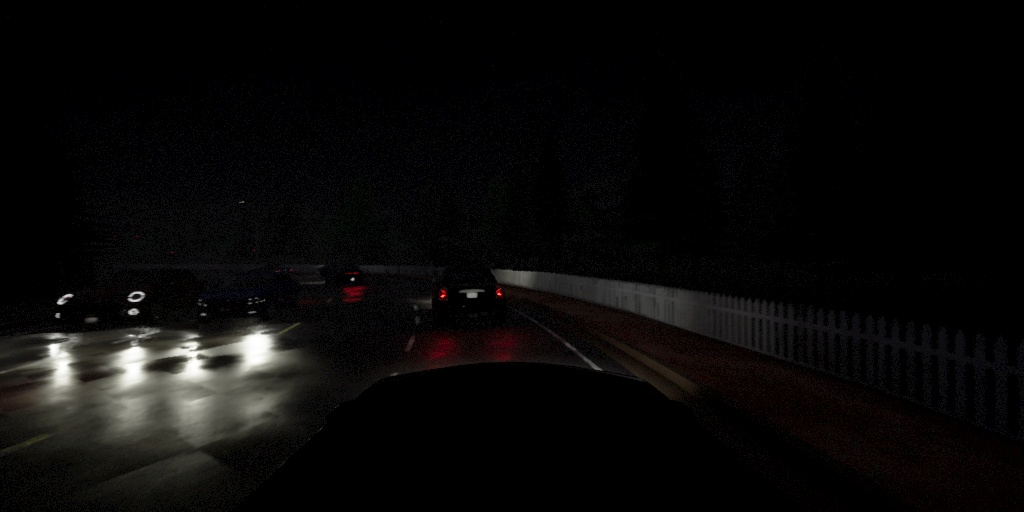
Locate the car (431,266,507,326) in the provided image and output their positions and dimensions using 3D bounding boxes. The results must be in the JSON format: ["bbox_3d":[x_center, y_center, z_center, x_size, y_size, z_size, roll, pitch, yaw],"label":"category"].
[{"bbox_3d":[-1.601,1.120,12.065,2.097,1.767,4.553,-1,0,-13],"label":"car"}]

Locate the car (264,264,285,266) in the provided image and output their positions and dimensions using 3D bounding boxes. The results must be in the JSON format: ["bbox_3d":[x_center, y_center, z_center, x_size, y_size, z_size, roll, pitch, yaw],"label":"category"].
[{"bbox_3d":[-24.929,1.536,37.404,5.357,1.411,2.033,0,0,33],"label":"car"}]

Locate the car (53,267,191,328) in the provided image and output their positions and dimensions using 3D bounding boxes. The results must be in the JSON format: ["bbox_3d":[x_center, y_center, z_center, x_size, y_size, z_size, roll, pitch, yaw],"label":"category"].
[{"bbox_3d":[-12.557,1.218,12.222,2.097,1.767,4.553,-1,0,-19],"label":"car"}]

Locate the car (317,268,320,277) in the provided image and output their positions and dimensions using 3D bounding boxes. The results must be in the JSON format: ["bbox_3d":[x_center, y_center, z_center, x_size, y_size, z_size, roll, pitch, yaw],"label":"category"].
[{"bbox_3d":[-18.344,1.407,37.125,5.008,1.535,1.882,-1,0,38],"label":"car"}]

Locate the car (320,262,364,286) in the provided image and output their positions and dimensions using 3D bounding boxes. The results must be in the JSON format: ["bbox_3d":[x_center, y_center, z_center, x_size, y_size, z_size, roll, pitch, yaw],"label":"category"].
[{"bbox_3d":[-12.621,1.380,26.844,1.837,1.490,4.892,0,0,-39],"label":"car"}]

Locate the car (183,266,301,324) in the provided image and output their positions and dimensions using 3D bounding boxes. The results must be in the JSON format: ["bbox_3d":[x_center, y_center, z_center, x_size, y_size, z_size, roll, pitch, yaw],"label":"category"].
[{"bbox_3d":[-9.148,1.315,12.875,1.882,1.535,5.008,-1,0,-18],"label":"car"}]
